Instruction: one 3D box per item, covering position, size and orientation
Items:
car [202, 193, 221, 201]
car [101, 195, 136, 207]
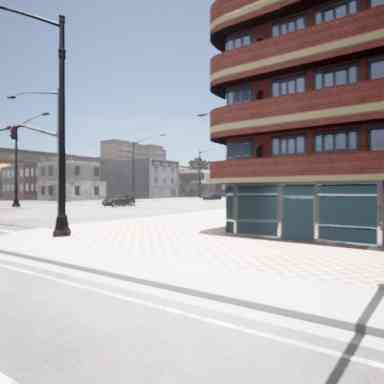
[{"bbox_3d":[3.619,0.834,60.679,1.994,1.385,4.181,0,1,37],"label":"car"},{"bbox_3d":[-9.489,1.158,43.171,1.837,1.490,4.892,0,1,37],"label":"car"}]
